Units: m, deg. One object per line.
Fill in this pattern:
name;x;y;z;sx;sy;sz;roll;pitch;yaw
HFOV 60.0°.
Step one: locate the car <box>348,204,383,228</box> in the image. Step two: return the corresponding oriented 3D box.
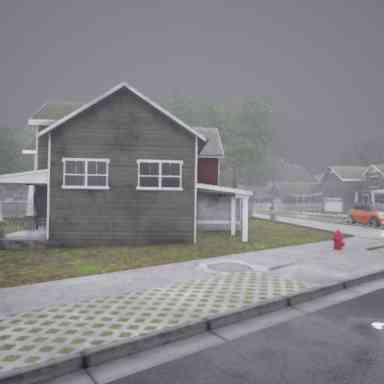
car;13.381;1.650;24.225;2.097;1.767;4.553;1;-2;-4
